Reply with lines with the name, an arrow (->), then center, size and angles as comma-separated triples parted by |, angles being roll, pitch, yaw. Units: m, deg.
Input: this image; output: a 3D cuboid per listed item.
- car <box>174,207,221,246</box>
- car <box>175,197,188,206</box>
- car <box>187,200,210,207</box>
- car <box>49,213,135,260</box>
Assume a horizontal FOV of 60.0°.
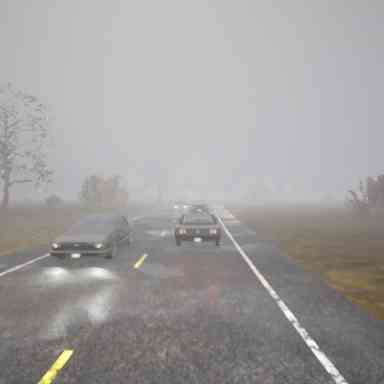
car -> 0.275, 1.600, 15.392 | 1.895, 1.301, 4.718 | 0, 0, 1
car -> -1.688, 1.512, 55.040 | 1.812, 1.442, 4.674 | 0, 0, 4
car -> 0.803, 1.521, 32.974 | 1.812, 1.442, 4.674 | 0, 0, 2
car -> -3.476, 1.545, 12.732 | 2.033, 1.411, 5.357 | 0, 0, 1
